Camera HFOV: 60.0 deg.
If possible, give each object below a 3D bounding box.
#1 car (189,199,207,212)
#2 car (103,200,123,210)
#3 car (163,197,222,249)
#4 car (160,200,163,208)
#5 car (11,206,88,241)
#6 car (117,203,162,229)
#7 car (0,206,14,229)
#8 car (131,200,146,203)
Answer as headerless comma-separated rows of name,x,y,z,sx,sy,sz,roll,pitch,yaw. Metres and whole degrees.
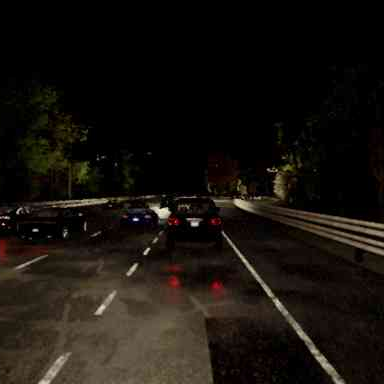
car,0.824,1.695,43.530,2.033,1.411,5.357,0,0,5
car,-10.402,1.716,44.400,1.994,1.385,4.181,0,0,0
car,0.100,1.274,14.912,2.150,2.045,5.566,0,0,0
car,-3.403,1.516,48.291,2.097,1.767,4.553,0,0,0
car,-6.901,1.536,17.130,1.882,1.535,5.008,0,0,0
car,-3.401,1.640,22.156,1.994,1.385,4.181,0,0,0
car,-10.401,1.560,19.810,2.128,1.511,4.902,0,0,0
car,-6.902,1.694,42.891,2.033,1.411,5.357,0,0,0
